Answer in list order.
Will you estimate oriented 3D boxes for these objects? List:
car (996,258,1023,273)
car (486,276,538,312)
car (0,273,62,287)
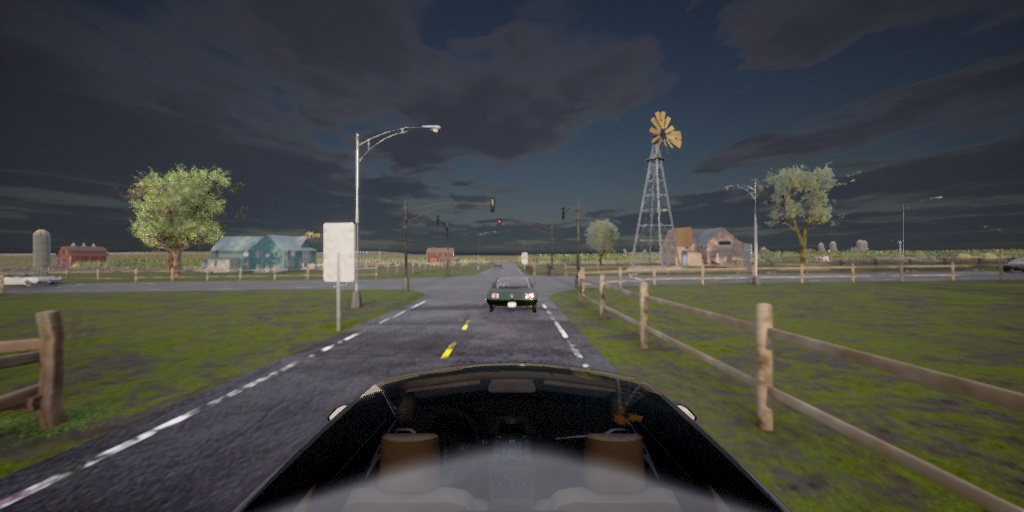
[{"bbox_3d":[50.021,0.876,34.597,4.892,1.490,1.837,0,0,0],"label":"car"},{"bbox_3d":[0.084,1.486,15.068,1.895,1.301,4.718,0,-1,2],"label":"car"},{"bbox_3d":[-46.609,2.270,34.403,4.718,1.301,1.895,-1,0,0],"label":"car"}]
